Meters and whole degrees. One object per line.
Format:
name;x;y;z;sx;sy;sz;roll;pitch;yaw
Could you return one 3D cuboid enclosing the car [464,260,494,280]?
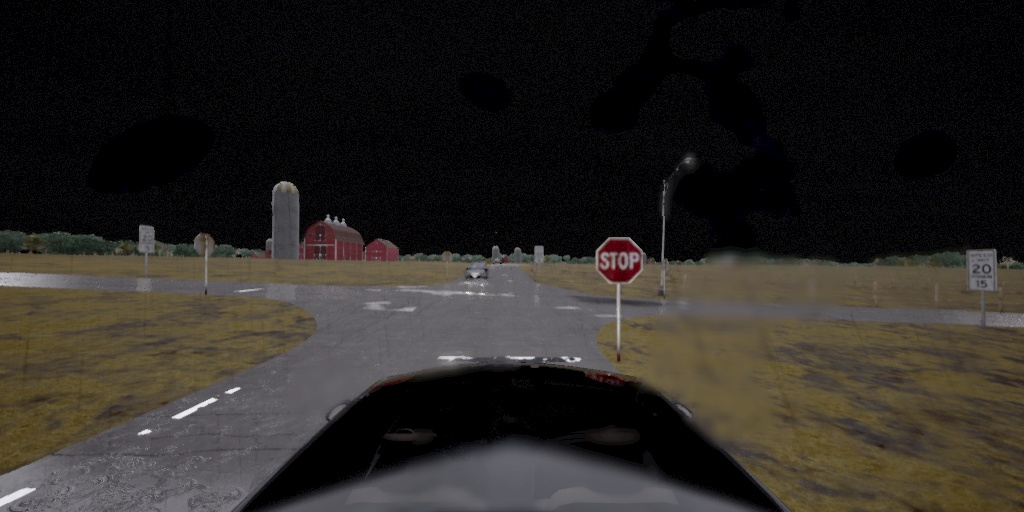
car;-2.917;1.282;30.508;2.128;1.511;4.902;0;1;0
